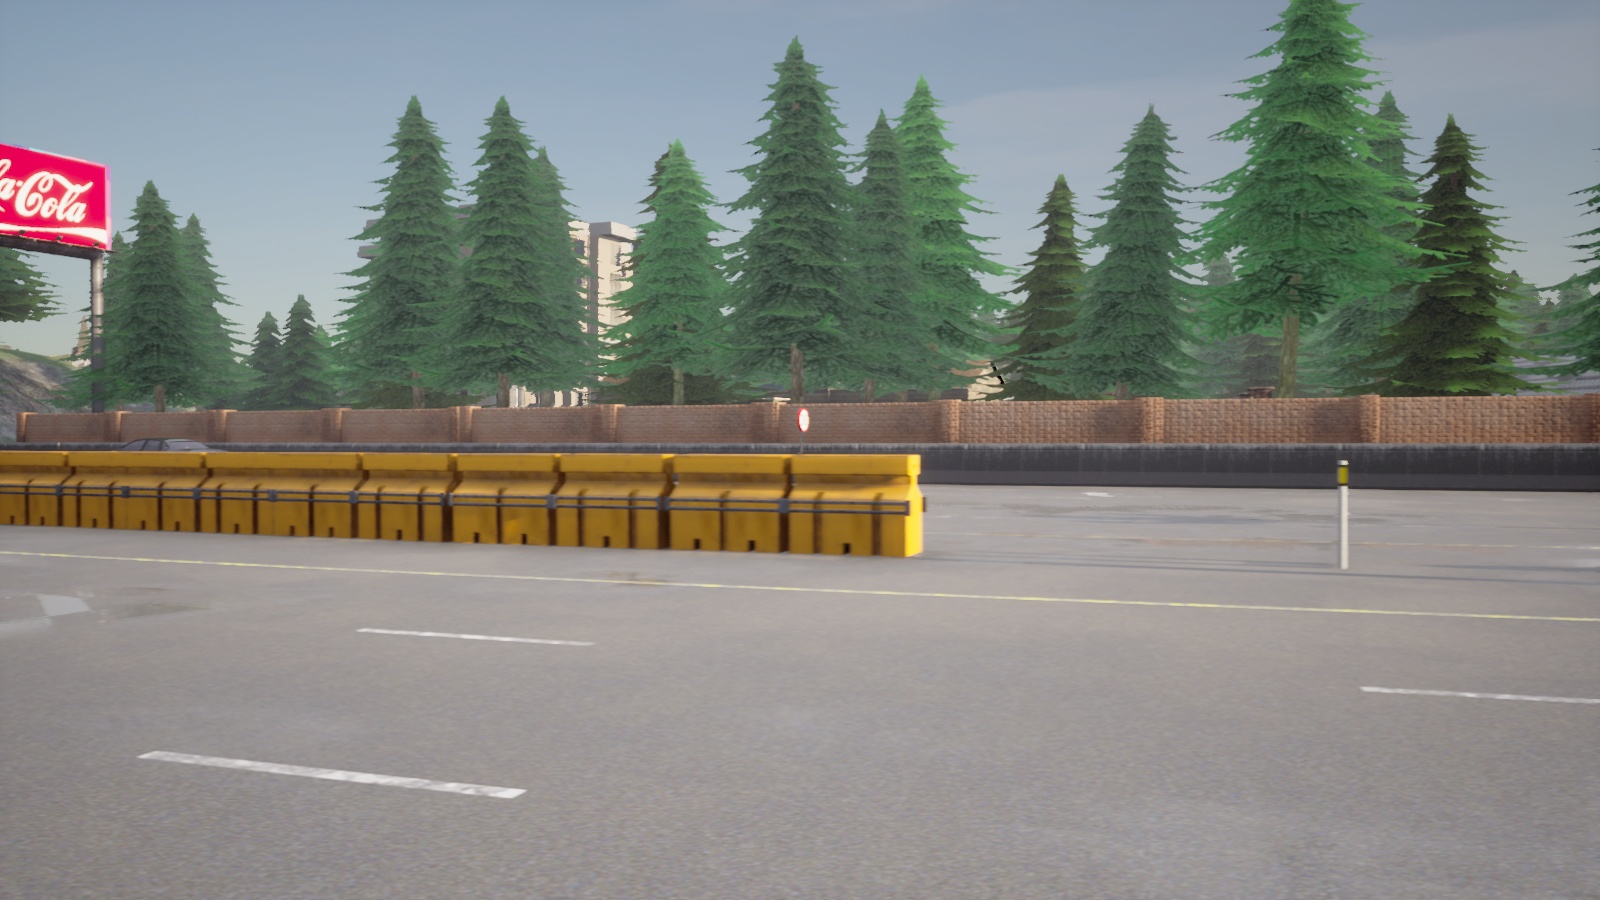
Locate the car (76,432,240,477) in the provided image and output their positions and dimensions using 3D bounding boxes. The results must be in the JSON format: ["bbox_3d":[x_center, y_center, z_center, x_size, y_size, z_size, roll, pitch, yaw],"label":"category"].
[{"bbox_3d":[-21.818,0.122,42.658,5.357,1.411,2.033,1,1,24],"label":"car"}]
